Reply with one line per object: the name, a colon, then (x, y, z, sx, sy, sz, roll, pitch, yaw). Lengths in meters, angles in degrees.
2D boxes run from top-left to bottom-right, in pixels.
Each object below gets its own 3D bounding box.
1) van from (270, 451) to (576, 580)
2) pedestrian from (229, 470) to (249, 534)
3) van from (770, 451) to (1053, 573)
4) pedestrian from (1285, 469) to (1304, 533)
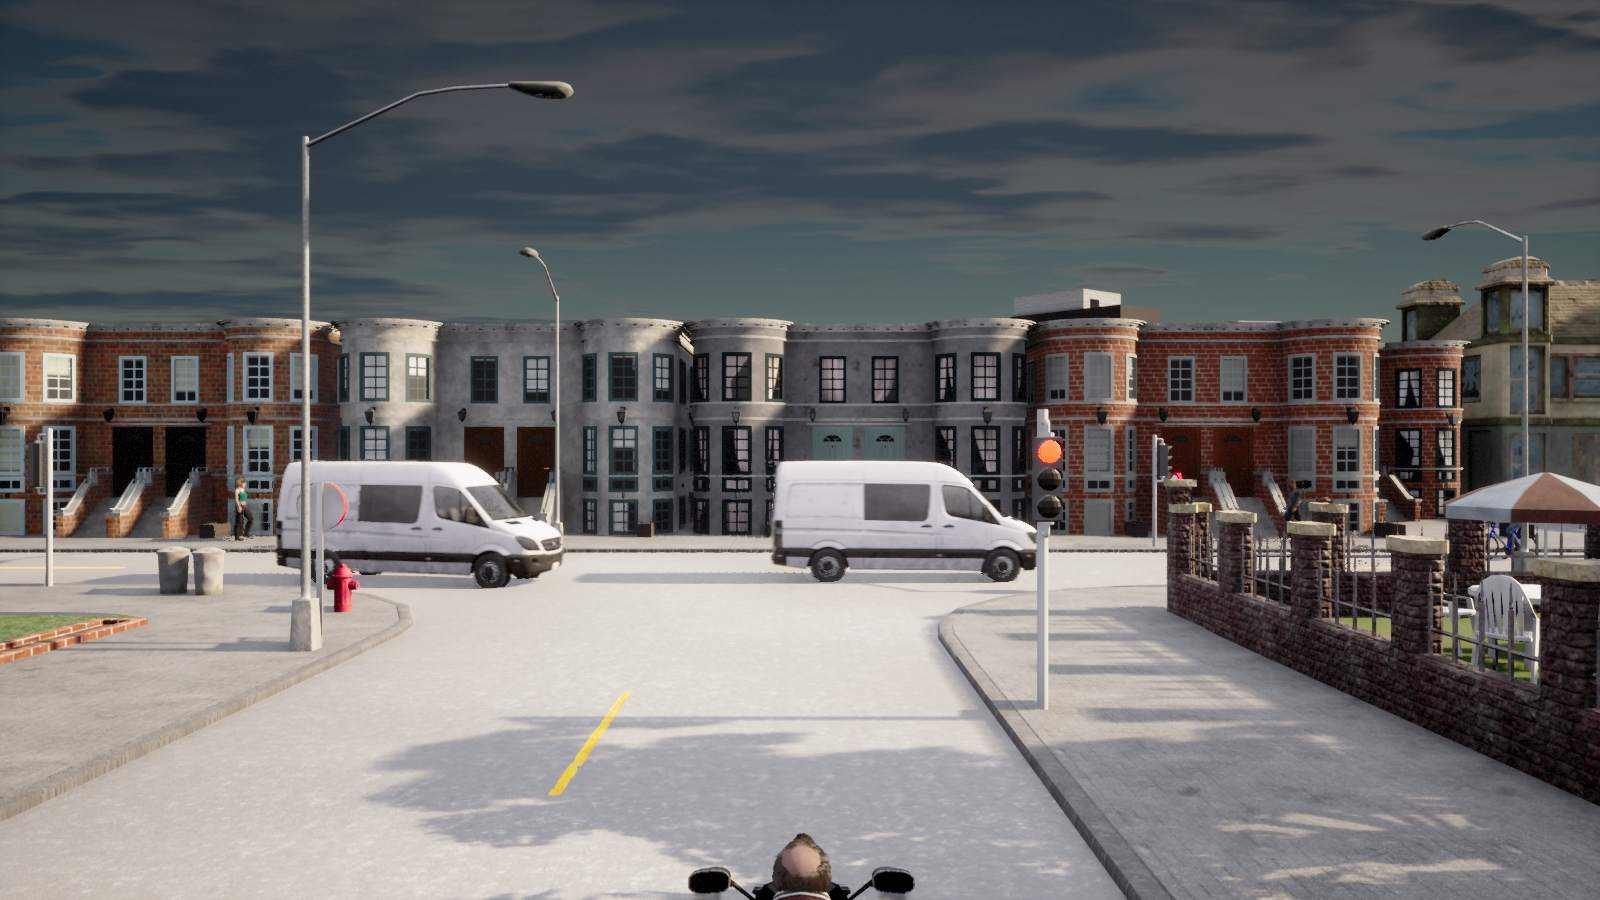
van: (-7.936, 1.304, 24.223, 5.915, 2.561, 1.988, 0, 0, 10)
pedestrian: (-16.434, 1.511, 33.450, 0.375, 1.860, 0.375, 0, 0, 7)
van: (2.333, 1.304, 24.919, 5.915, 2.561, 1.988, 0, 0, 0)
pedestrian: (14.542, 1.492, 33.605, 0.375, 1.860, 0.375, 0, 0, -12)
